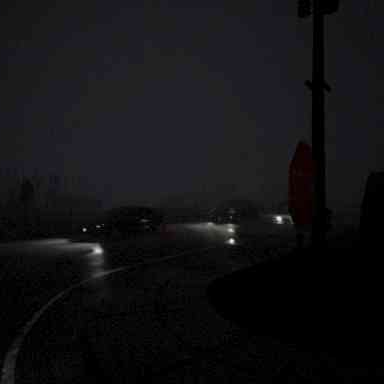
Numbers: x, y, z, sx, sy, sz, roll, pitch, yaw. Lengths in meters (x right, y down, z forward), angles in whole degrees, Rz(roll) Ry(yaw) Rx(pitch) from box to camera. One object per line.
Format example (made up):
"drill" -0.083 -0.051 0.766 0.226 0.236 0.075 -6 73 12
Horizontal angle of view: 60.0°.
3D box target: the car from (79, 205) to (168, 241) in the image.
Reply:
"car" -3.279 1.458 16.698 1.837 1.490 4.892 0 0 38

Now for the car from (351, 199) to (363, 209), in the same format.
"car" 21.920 1.520 42.731 1.994 1.385 4.181 0 0 38

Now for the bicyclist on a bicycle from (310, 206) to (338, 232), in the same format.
"bicyclist on a bicycle" 6.752 1.260 17.343 1.656 1.620 0.582 0 0 38

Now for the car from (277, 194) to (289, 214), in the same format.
"car" 10.805 1.171 34.579 2.150 2.045 5.566 0 0 38

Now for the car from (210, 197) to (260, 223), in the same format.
"car" 3.324 1.304 25.085 2.097 1.767 4.553 0 0 38
